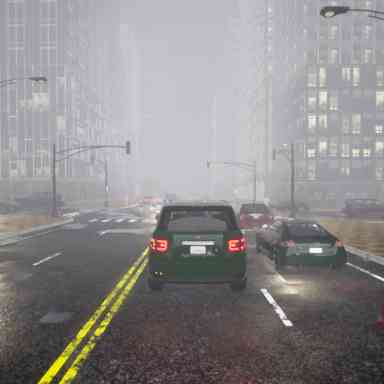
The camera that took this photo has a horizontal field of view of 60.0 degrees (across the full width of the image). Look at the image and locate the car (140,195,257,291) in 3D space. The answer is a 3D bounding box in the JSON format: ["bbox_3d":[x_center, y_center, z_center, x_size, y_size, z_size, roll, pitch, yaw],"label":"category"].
[{"bbox_3d":[0.122,1.217,9.142,2.150,2.045,5.566,0,0,0],"label":"car"}]

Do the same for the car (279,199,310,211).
[{"bbox_3d":[10.251,1.560,36.256,4.892,1.490,1.837,0,1,1],"label":"car"}]

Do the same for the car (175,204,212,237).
[{"bbox_3d":[0.139,1.515,18.824,1.812,1.442,4.674,0,0,2],"label":"car"}]

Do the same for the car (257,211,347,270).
[{"bbox_3d":[3.375,1.558,11.069,1.994,1.385,4.181,0,0,0],"label":"car"}]

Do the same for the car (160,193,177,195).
[{"bbox_3d":[-3.246,1.183,51.699,2.150,2.045,5.566,0,0,-1],"label":"car"}]

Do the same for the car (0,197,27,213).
[{"bbox_3d":[-19.565,1.404,33.615,4.181,1.385,1.994,1,1,1],"label":"car"}]

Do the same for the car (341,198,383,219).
[{"bbox_3d":[16.270,1.518,30.355,5.009,1.841,2.192,1,0,1],"label":"car"}]

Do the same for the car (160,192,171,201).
[{"bbox_3d":[-6.319,1.150,79.731,2.150,2.045,5.566,0,0,0],"label":"car"}]

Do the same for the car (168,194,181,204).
[{"bbox_3d":[-3.174,1.302,61.510,2.097,1.767,4.553,0,0,0],"label":"car"}]

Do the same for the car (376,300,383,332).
[{"bbox_3d":[3.355,1.600,2.244,1.895,1.301,4.718,0,0,0],"label":"car"}]

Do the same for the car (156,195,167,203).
[{"bbox_3d":[-6.343,1.417,69.161,1.882,1.535,5.008,0,0,0],"label":"car"}]

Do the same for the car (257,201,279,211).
[{"bbox_3d":[3.394,1.341,19.683,2.097,1.767,4.553,0,0,0],"label":"car"}]

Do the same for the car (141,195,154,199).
[{"bbox_3d":[-6.510,1.316,49.917,2.097,1.767,4.553,0,0,1],"label":"car"}]

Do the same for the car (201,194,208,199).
[{"bbox_3d":[3.459,1.216,91.591,1.882,1.535,5.008,0,0,0],"label":"car"}]

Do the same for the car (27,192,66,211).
[{"bbox_3d":[-16.847,1.034,36.751,5.566,2.045,2.150,1,1,1],"label":"car"}]

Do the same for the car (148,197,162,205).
[{"bbox_3d":[-6.438,1.554,58.907,1.895,1.301,4.718,0,0,0],"label":"car"}]

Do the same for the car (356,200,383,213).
[{"bbox_3d":[21.897,1.641,38.628,4.829,1.417,1.752,1,0,1],"label":"car"}]

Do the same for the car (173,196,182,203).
[{"bbox_3d":[-3.088,1.532,71.563,1.895,1.301,4.718,0,0,0],"label":"car"}]
